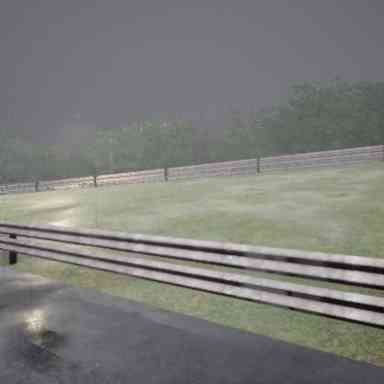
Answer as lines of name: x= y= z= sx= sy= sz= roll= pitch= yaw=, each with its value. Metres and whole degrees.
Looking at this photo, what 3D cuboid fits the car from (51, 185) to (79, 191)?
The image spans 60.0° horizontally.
car: x=-19.304 y=-0.670 z=50.620 sx=4.674 sy=1.442 sz=1.812 roll=-4 pitch=-2 yaw=24
